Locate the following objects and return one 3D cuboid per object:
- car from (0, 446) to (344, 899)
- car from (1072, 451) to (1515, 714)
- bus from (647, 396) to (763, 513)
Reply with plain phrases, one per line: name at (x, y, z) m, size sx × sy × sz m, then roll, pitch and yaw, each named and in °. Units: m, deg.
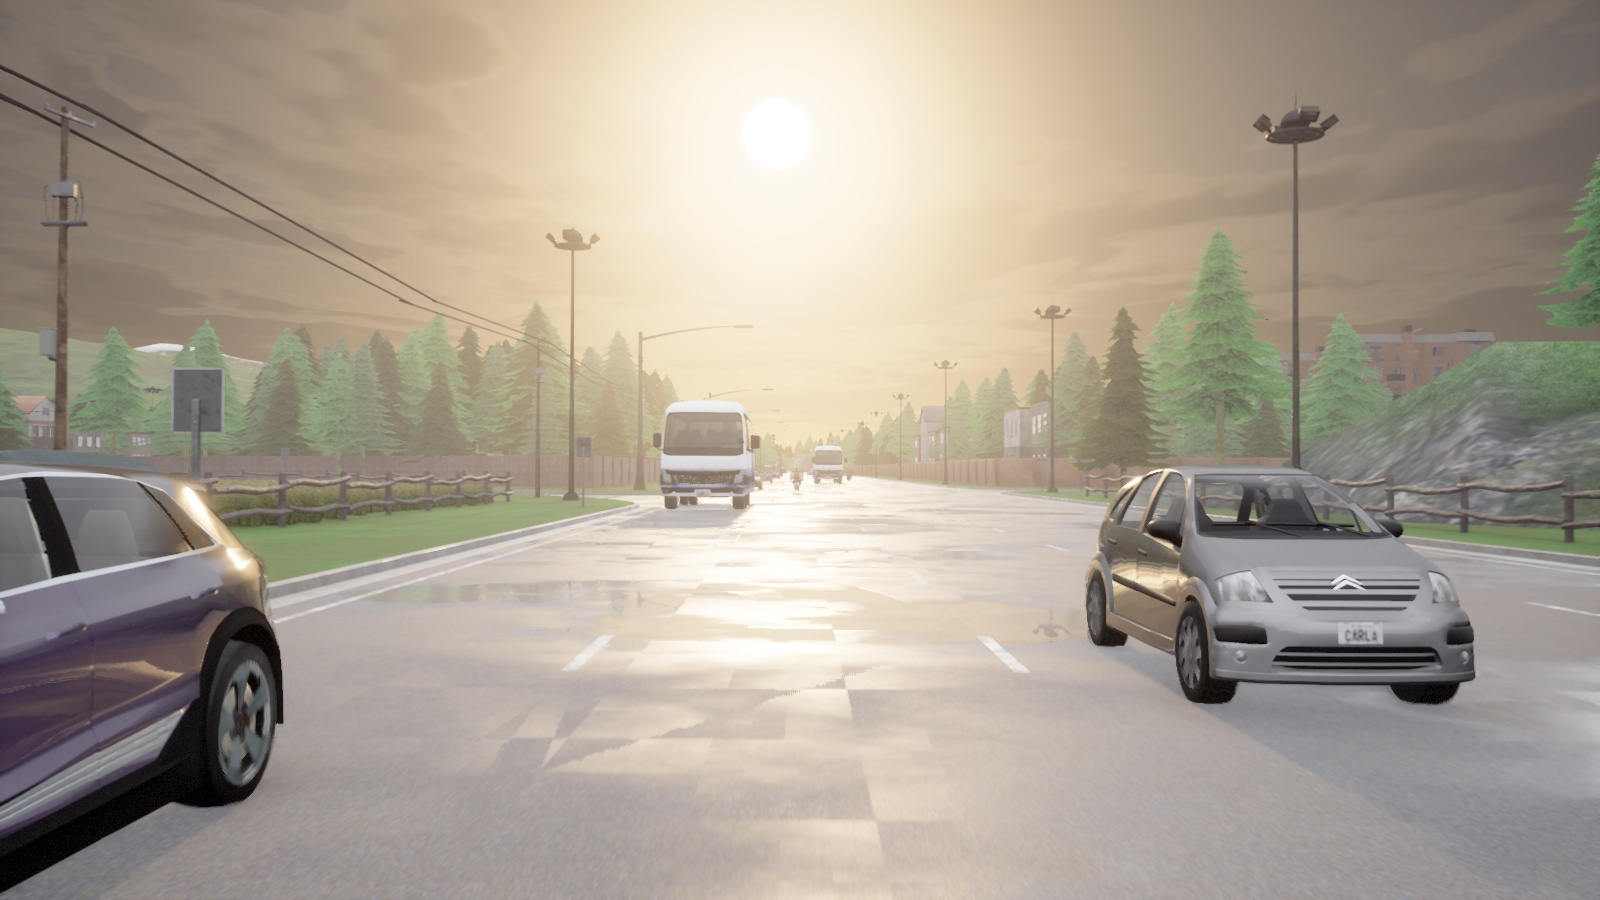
car at (-3.511, 0.825, 4.456) m, size 2.033 × 1.649 × 4.856 m, roll 0°, pitch -1°, yaw 0°
car at (3.476, 0.847, 9.749) m, size 1.851 × 1.617 × 3.988 m, roll 0°, pitch -1°, yaw 0°
bus at (-3.628, 0.239, 50.967) m, size 3.944 × 4.253 × 10.273 m, roll 0°, pitch -1°, yaw 0°
